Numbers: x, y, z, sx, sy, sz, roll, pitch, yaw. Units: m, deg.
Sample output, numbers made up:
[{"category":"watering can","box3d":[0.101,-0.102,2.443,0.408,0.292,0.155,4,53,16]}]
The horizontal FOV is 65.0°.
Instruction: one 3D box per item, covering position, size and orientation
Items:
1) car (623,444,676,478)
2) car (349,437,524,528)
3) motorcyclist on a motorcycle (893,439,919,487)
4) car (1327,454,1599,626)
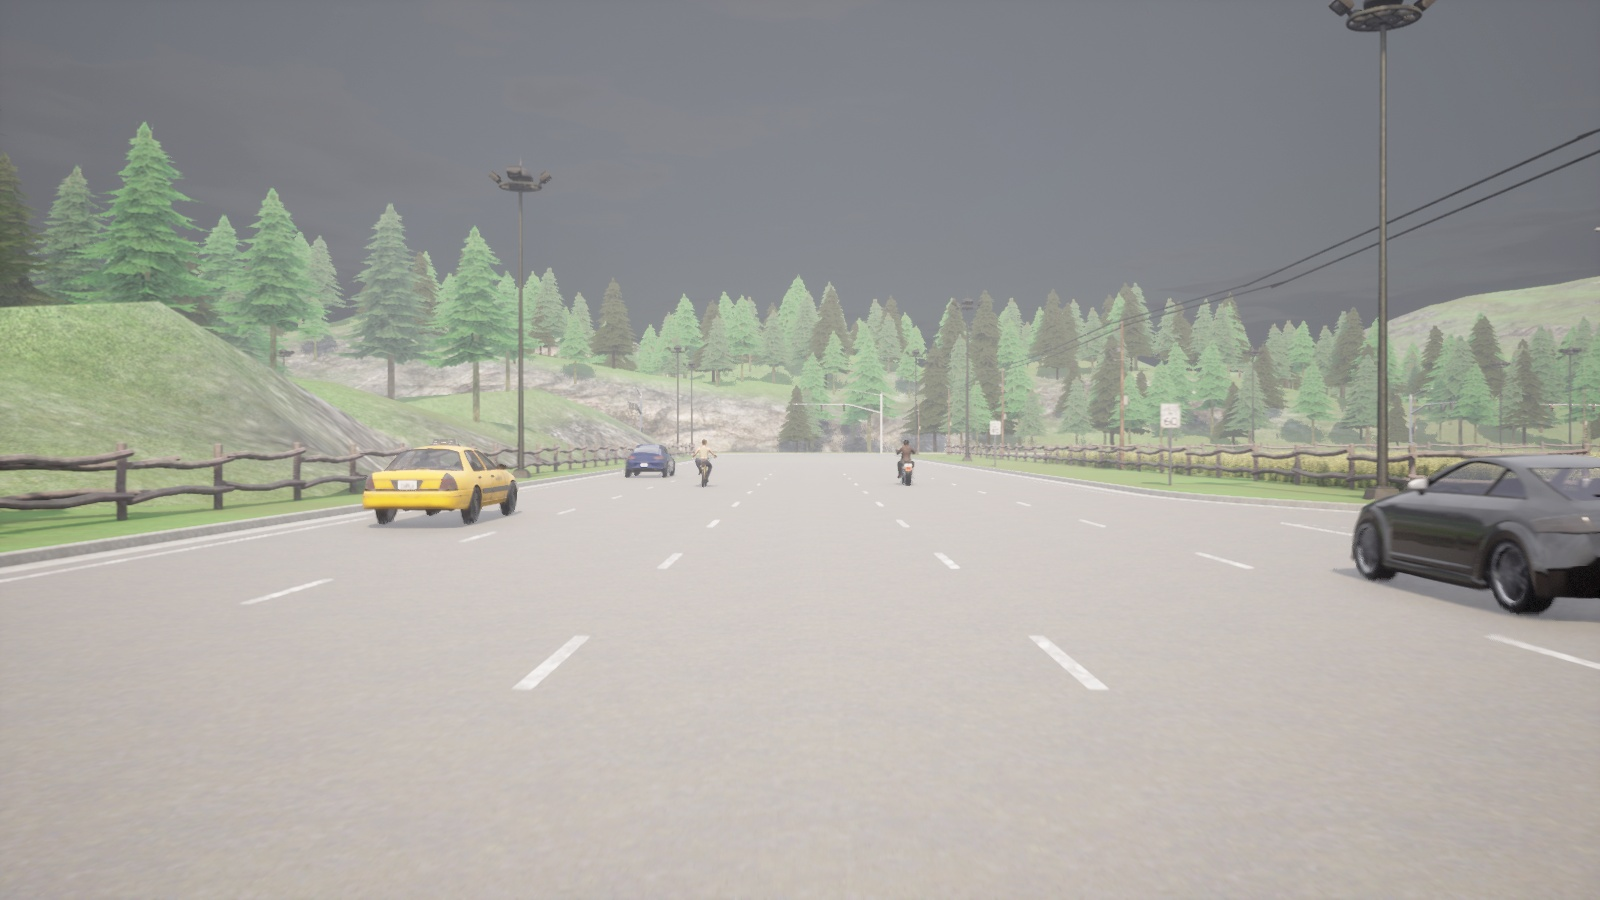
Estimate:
[{"category":"car","box3d":[-6.672,0.449,56.187,1.812,1.442,4.674,0,0,0]},{"category":"car","box3d":[-6.847,0.543,24.295,1.801,1.575,5.366,0,0,0]},{"category":"motorcyclist on a motorcycle","box3d":[3.770,0.447,44.816,0.766,1.649,2.350,0,0,0]},{"category":"car","box3d":[7.086,0.746,12.429,1.994,1.385,4.181,0,0,0]}]
